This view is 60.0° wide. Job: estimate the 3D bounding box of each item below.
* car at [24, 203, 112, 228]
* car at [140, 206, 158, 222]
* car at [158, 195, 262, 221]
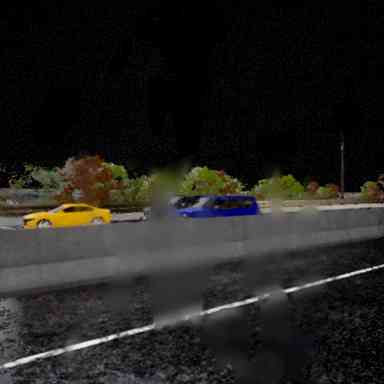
[{"bbox_3d":[-7.411,1.470,20.141,5.008,1.535,1.882,0,0,-35],"label":"car"},{"bbox_3d":[-0.441,1.217,20.721,5.566,2.045,2.150,0,0,-35],"label":"car"},{"bbox_3d":[1.278,1.218,17.655,5.566,2.045,2.150,0,0,-35],"label":"car"}]
